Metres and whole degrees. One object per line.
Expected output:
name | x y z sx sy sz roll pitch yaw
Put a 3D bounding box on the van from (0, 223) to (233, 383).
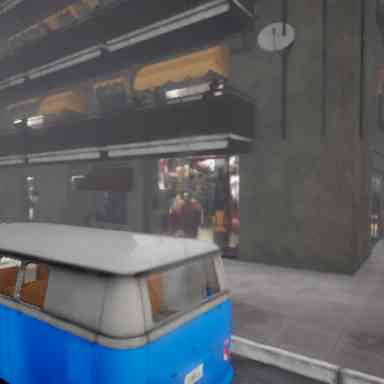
van | -1.491 1.334 3.930 3.998 1.788 1.690 0 1 36
